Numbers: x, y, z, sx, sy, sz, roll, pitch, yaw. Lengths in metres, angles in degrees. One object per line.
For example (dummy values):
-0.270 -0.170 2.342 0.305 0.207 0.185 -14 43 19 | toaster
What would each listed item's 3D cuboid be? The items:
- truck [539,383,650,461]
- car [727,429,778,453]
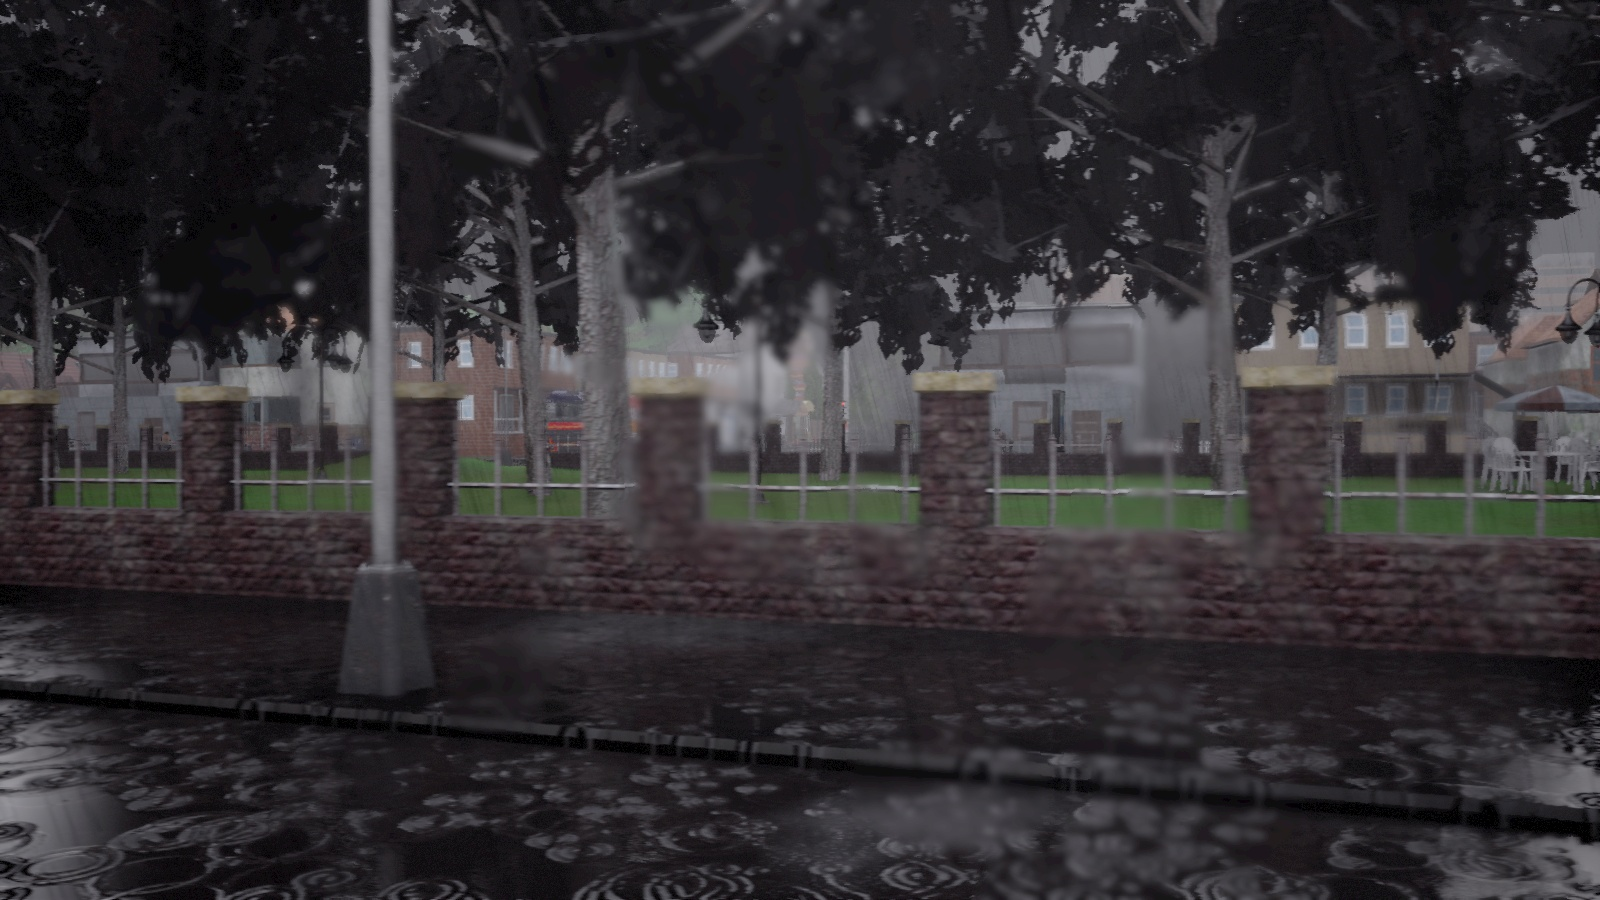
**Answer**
-10.744 -1.446 66.649 2.891 3.827 8.468 0 1 12 | truck
-3.374 -0.690 89.514 2.033 1.649 4.856 1 1 19 | car
